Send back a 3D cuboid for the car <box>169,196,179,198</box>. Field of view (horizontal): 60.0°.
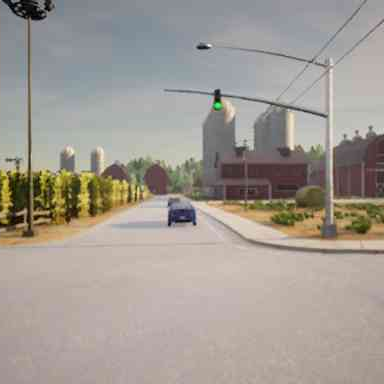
[{"bbox_3d":[-2.601,1.366,48.275,2.128,1.511,4.902,0,0,-4],"label":"car"}]

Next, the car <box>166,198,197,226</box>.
[{"bbox_3d":[-0.737,1.426,22.988,1.882,1.535,5.008,0,0,-4],"label":"car"}]
